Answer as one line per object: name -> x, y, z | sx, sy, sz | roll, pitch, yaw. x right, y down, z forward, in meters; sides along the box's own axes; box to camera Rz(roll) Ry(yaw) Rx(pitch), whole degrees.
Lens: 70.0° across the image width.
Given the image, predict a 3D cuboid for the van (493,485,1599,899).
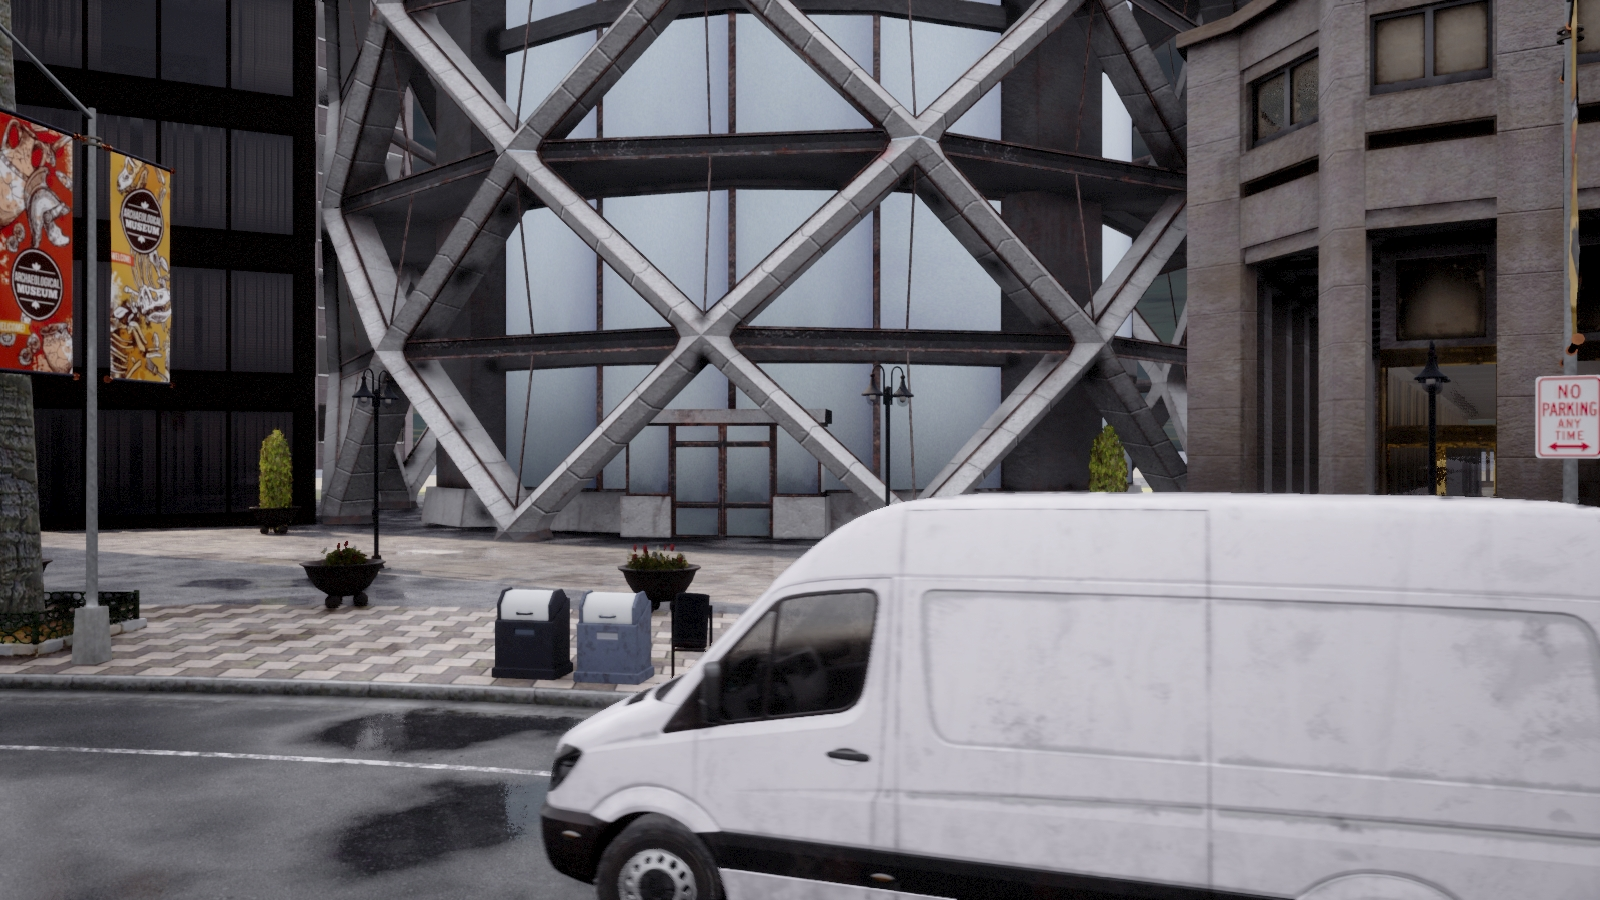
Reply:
van -> 1.320, 1.534, 6.613 | 5.915, 2.561, 1.988 | 0, 0, 20
